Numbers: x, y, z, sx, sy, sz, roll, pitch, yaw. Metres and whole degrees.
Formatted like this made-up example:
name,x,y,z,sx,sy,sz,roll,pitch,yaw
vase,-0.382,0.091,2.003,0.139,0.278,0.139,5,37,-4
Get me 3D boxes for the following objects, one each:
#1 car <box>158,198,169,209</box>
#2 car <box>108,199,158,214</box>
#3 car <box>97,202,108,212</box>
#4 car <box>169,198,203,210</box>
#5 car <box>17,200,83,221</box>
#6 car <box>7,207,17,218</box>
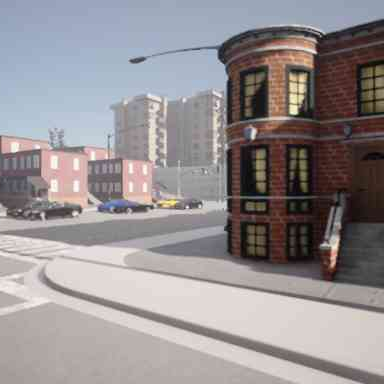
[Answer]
name,x,y,z,sx,sy,sz,roll,pitch,yaw
car,-2.934,1.544,46.817,1.882,1.535,5.008,0,0,36
car,-6.311,1.657,36.089,1.895,1.301,4.718,0,0,36
car,-8.718,1.544,38.746,1.882,1.535,5.008,0,0,35
car,-0.470,1.563,44.251,1.837,1.490,4.892,0,0,36
car,-11.738,1.550,28.480,2.128,1.511,4.902,0,0,36
car,-14.421,1.571,30.759,1.837,1.490,4.892,0,0,35
